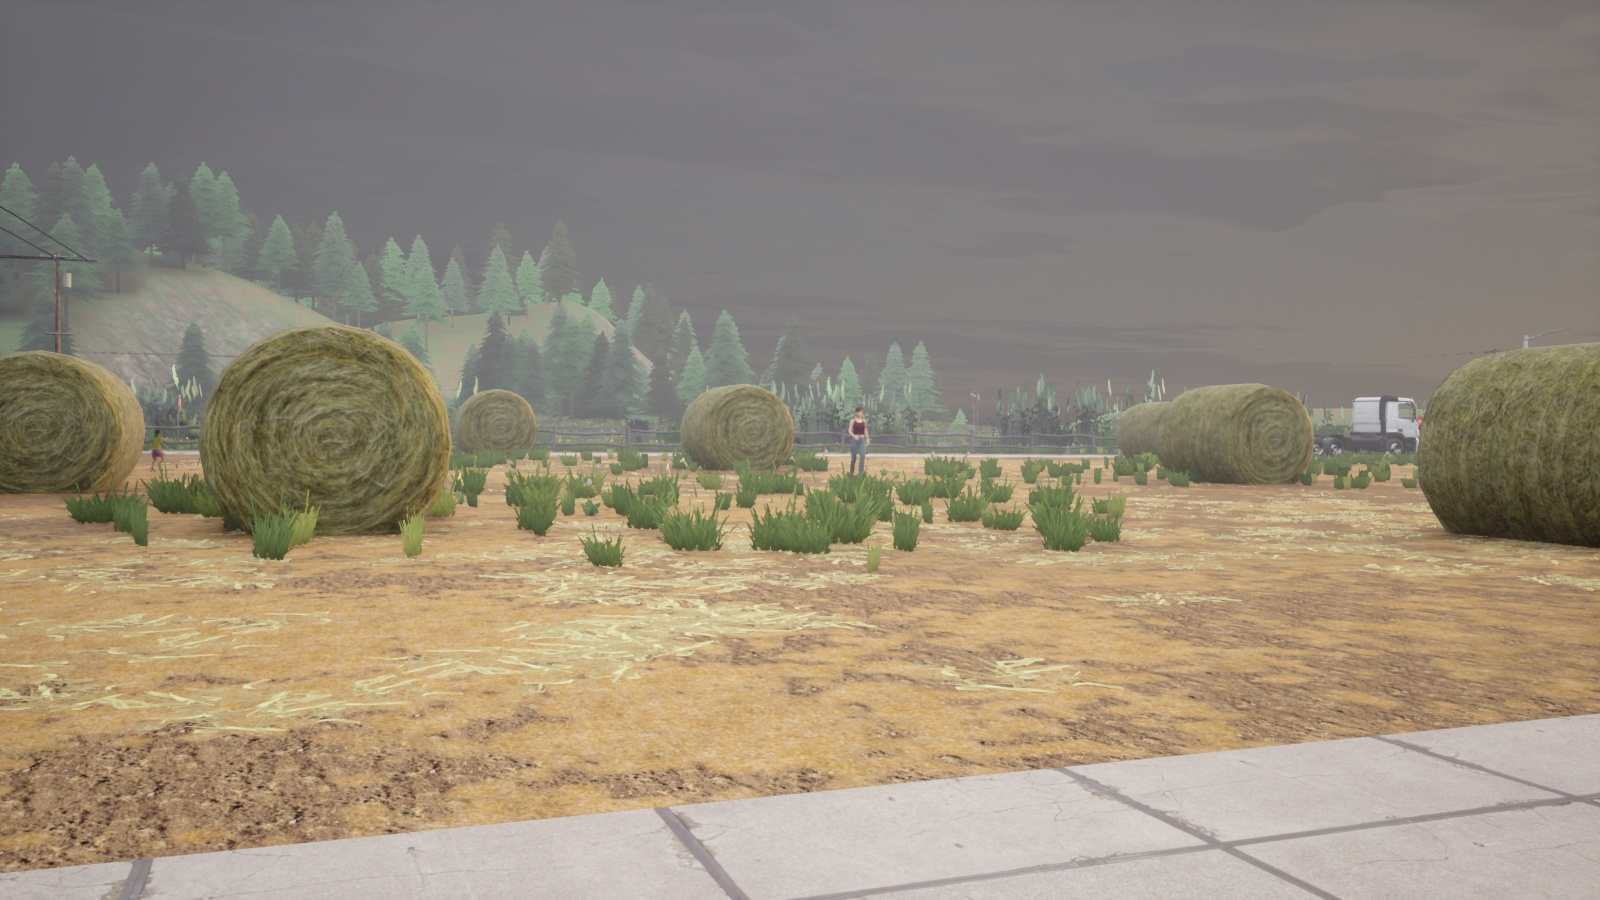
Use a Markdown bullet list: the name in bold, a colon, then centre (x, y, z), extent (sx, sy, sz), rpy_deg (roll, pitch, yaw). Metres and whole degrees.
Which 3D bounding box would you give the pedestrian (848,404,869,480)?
- **pedestrian**: centre (1.427, -0.196, 30.605), extent (0.345, 1.836, 0.594), rpy_deg (-1, 1, -11)

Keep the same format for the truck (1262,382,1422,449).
- **truck**: centre (29.343, -1.891, 68.006), extent (7.936, 3.462, 2.891), rpy_deg (-1, 1, -17)

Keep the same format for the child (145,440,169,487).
- **child**: centre (-16.043, 0.343, 31.342), extent (0.299, 1.160, 0.473), rpy_deg (0, 1, 6)
